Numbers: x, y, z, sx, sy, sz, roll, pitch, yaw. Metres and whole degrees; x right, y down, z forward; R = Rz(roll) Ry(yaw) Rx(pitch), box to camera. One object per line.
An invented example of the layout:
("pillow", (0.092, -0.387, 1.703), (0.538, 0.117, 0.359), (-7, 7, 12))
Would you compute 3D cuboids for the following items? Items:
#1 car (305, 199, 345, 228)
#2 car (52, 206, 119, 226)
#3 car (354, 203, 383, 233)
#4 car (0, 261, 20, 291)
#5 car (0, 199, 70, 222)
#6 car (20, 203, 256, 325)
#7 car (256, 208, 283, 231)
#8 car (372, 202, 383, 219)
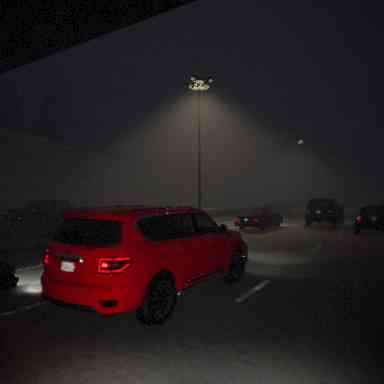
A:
("car", (10.199, 1.523, 25.426), (2.150, 2.045, 5.566), (-1, -1, 31))
("car", (-8.841, 1.943, 28.198), (2.033, 1.411, 5.357), (-1, -1, 31))
("car", (11.552, 1.591, 20.922), (2.097, 1.767, 4.553), (-1, -1, 31))
("car", (-5.952, 1.641, 5.673), (2.033, 1.411, 5.357), (-1, -1, 31))
("car", (-12.832, 1.631, 28.382), (2.150, 2.045, 5.566), (-1, -1, 31))
("car", (-0.622, 1.326, 7.694), (2.150, 2.045, 5.566), (-1, -1, 31))
("car", (4.732, 1.836, 23.179), (2.033, 1.411, 5.357), (-1, -1, 31))
("car", (20.252, 1.876, 35.178), (1.882, 1.535, 5.008), (-1, -1, 31))
